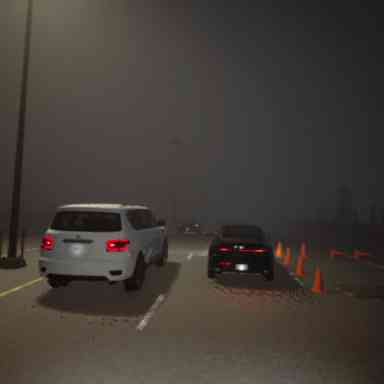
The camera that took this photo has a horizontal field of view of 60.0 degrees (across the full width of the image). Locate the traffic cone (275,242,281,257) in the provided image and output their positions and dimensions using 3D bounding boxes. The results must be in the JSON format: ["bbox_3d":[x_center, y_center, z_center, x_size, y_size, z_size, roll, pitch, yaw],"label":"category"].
[{"bbox_3d":[3.774,2.464,14.300,0.340,0.580,0.340,1,-3,6],"label":"traffic cone"}]

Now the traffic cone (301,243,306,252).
[{"bbox_3d":[4.767,2.482,14.201,0.340,0.580,0.340,1,-3,5],"label":"traffic cone"}]

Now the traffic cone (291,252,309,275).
[{"bbox_3d":[3.378,2.255,10.323,0.340,0.580,0.340,1,-2,6],"label":"traffic cone"}]

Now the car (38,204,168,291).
[{"bbox_3d":[-2.122,1.372,9.599,2.150,2.045,5.566,1,-2,6],"label":"car"}]

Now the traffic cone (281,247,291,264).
[{"bbox_3d":[3.576,2.352,12.313,0.340,0.580,0.340,1,-3,6],"label":"traffic cone"}]

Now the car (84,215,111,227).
[{"bbox_3d":[-12.826,3.923,45.410,1.812,1.442,4.674,1,-4,6],"label":"car"}]

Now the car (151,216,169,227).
[{"bbox_3d":[-5.011,4.677,53.013,1.837,1.490,4.892,1,-4,6],"label":"car"}]

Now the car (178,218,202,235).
[{"bbox_3d":[-0.142,3.048,29.600,1.812,1.442,4.674,1,-4,6],"label":"car"}]

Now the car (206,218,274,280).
[{"bbox_3d":[1.525,1.790,10.953,1.837,1.490,4.892,1,-2,6],"label":"car"}]

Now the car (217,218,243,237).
[{"bbox_3d":[3.446,3.160,30.320,2.128,1.511,4.902,1,-4,6],"label":"car"}]

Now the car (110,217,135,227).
[{"bbox_3d":[-9.347,4.062,45.077,1.895,1.301,4.718,1,-4,6],"label":"car"}]

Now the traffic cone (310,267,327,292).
[{"bbox_3d":[3.180,2.174,8.334,0.340,0.580,0.340,1,-2,6],"label":"traffic cone"}]
